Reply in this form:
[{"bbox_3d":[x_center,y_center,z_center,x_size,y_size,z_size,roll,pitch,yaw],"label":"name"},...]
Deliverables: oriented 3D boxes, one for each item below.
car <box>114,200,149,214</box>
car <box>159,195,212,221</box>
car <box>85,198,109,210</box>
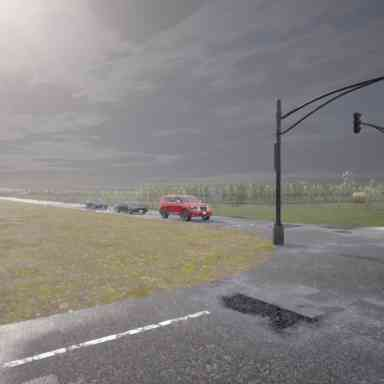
[{"bbox_3d":[-6.706,1.604,36.057,2.033,1.411,5.357,0,0,-36],"label":"car"},{"bbox_3d":[-0.670,1.256,27.755,2.150,2.045,5.566,0,0,-36],"label":"car"},{"bbox_3d":[-12.784,1.579,44.440,1.837,1.490,4.892,0,0,-36],"label":"car"}]
